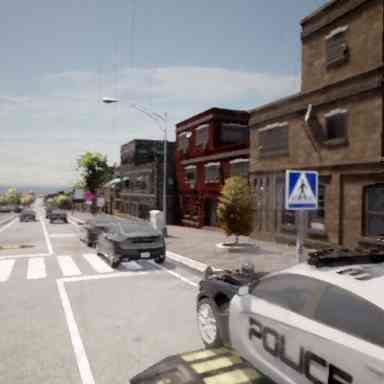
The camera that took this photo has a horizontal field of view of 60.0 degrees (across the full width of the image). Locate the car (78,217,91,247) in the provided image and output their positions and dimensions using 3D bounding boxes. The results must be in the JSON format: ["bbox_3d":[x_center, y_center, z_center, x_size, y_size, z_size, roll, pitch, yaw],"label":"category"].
[{"bbox_3d":[-5.064,2.074,18.344,1.837,1.490,4.892,1,-2,-25],"label":"car"}]

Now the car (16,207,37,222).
[{"bbox_3d":[-21.125,3.031,42.806,1.837,1.490,4.892,1,-2,-25],"label":"car"}]

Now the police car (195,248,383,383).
[{"bbox_3d":[1.694,1.496,3.942,1.930,1.638,5.238,2,-1,-25],"label":"police car"}]

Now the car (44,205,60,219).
[{"bbox_3d":[-20.980,3.003,50.193,2.150,2.045,5.566,1,-2,-25],"label":"car"}]

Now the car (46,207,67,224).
[{"bbox_3d":[-15.660,2.857,38.825,1.837,1.490,4.892,1,-2,-25],"label":"car"}]

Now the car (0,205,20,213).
[{"bbox_3d":[-43.712,4.374,78.041,4.892,1.521,2.231,1,-2,-25],"label":"car"}]

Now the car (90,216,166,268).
[{"bbox_3d":[-2.524,1.869,12.905,1.837,1.490,4.892,1,-2,-25],"label":"car"}]
